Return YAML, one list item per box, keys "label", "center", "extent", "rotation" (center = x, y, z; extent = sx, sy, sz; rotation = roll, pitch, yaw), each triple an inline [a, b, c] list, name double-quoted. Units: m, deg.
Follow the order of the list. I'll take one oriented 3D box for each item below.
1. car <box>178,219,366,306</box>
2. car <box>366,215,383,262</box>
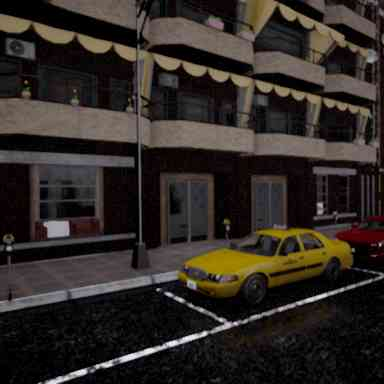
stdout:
- label: "car"
  center: [1.955, 1.486, 7.943]
  extent: [4.829, 1.417, 1.752]
  rotation: [0, 0, -35]
- label: "car"
  center: [6.600, 1.470, 11.240]
  extent: [4.507, 1.381, 1.887]
  rotation: [0, 0, -35]
